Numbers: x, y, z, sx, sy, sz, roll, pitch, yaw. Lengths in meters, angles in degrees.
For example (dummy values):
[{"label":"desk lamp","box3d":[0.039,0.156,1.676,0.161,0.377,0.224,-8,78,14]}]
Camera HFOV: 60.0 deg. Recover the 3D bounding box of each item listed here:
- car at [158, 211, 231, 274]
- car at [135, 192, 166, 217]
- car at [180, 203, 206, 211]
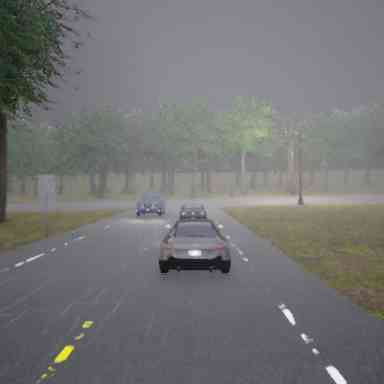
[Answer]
[{"label":"car","box3d":[0.080,1.515,10.450,1.994,1.385,4.181,0,0,0]},{"label":"car","box3d":[-3.590,1.072,29.676,2.150,2.045,5.566,0,0,0]},{"label":"car","box3d":[0.075,1.479,24.684,1.895,1.301,4.718,0,0,0]}]
